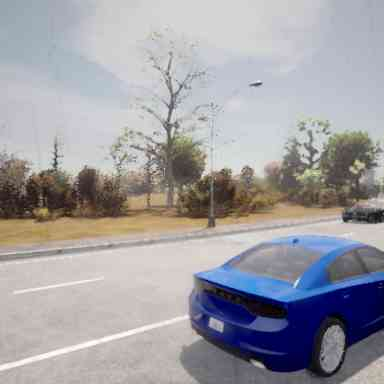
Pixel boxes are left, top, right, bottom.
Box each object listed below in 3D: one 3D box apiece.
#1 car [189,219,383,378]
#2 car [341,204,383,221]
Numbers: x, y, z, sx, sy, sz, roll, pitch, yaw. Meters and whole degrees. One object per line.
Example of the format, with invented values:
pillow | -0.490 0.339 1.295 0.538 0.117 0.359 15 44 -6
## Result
car | 2.264 1.478 5.632 5.008 1.535 1.882 0 0 -38
car | 12.730 1.584 24.490 1.895 1.301 4.718 0 0 44
